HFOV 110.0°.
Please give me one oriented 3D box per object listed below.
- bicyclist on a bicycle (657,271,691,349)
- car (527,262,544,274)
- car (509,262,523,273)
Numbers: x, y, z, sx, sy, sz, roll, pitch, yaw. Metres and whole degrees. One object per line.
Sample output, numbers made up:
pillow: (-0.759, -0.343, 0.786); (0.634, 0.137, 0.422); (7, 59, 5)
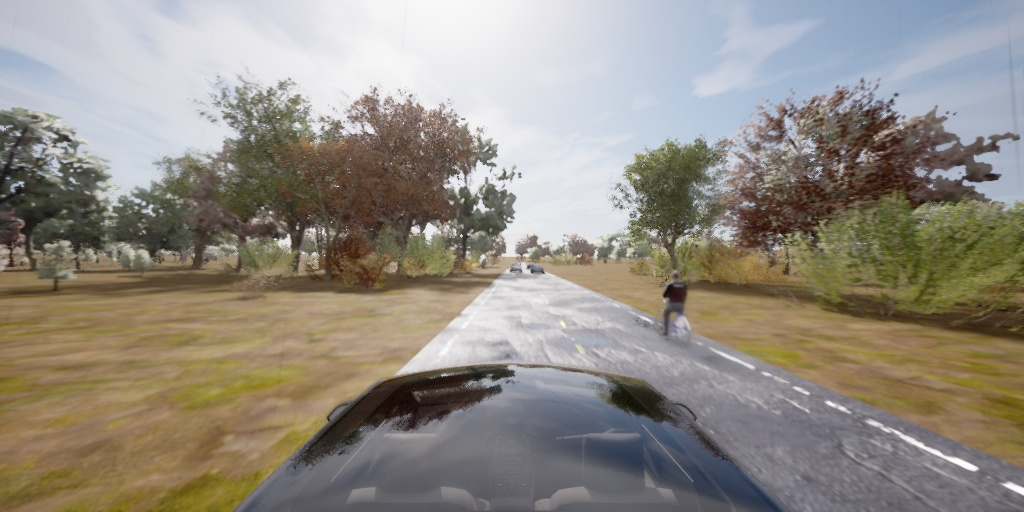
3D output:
bicyclist on a bicycle: (3.889, 1.243, 8.742); (0.659, 1.776, 1.843); (1, 0, 1)
car: (3.765, 1.924, 54.403); (1.994, 1.385, 4.181); (1, 0, 1)
car: (0.616, 1.852, 54.659); (1.812, 1.442, 4.674); (1, -1, 1)
